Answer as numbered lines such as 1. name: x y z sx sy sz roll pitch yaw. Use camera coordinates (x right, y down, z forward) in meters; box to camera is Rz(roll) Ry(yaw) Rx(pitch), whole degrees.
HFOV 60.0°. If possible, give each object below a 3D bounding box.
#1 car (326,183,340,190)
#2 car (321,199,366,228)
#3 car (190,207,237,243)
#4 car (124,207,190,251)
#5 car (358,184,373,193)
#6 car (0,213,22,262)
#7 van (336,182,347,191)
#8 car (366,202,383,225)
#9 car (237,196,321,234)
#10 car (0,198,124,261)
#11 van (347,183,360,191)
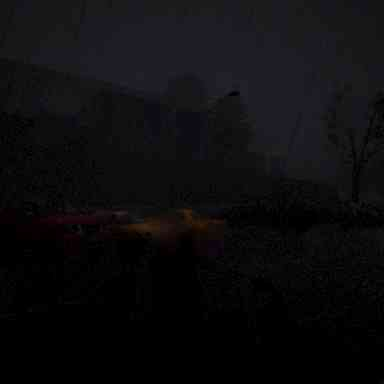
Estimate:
1. car: 36.631 -1.388 86.276 1.946 1.575 5.366 7 3 35
2. car: 9.143 1.421 23.013 4.553 1.767 2.185 -1 -1 35
3. car: -0.811 1.501 16.170 5.366 1.575 1.946 -1 -1 35
4. car: -2.943 1.491 14.224 5.366 1.575 1.946 -1 -1 35
5. car: 41.690 -0.570 78.708 2.231 1.521 4.892 7 3 35
6. car: -7.961 1.521 10.831 4.792 1.488 2.163 -1 -1 35
7. van: 38.205 -1.342 83.545 1.878 1.987 4.442 7 3 35
8. car: 11.539 1.440 24.797 4.553 1.767 2.185 -1 -1 34
9. car: 4.203 1.268 19.563 5.566 2.045 2.435 -1 -1 35
10. car: -5.518 1.242 12.578 5.566 2.045 2.435 -1 -1 35
11. van: 39.932 -1.069 81.072 1.878 1.987 4.442 7 3 35
